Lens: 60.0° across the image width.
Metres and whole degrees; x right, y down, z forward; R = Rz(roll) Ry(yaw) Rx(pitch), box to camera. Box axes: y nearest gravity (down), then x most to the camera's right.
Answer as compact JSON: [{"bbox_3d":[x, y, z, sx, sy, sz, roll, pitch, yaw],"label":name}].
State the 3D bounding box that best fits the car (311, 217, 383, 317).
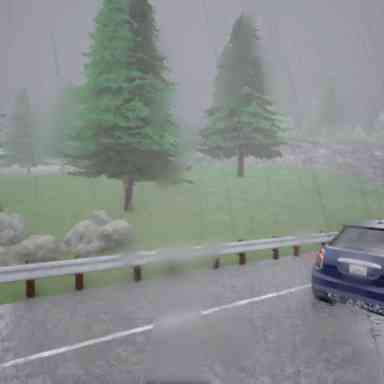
[{"bbox_3d":[4.548,1.321,6.764,4.553,1.767,2.097,0,0,-34],"label":"car"}]
